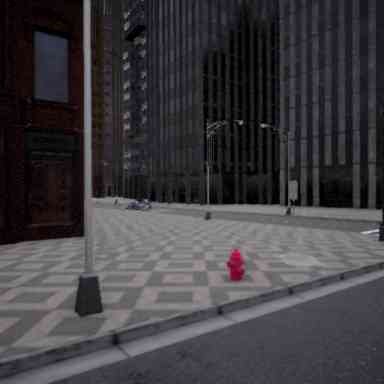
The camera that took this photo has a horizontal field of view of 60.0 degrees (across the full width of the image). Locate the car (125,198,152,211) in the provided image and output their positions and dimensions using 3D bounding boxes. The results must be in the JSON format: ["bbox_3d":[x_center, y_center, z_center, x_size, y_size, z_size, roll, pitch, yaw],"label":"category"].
[{"bbox_3d":[-6.635,1.535,40.934,1.812,1.442,4.674,0,0,-35],"label":"car"}]
